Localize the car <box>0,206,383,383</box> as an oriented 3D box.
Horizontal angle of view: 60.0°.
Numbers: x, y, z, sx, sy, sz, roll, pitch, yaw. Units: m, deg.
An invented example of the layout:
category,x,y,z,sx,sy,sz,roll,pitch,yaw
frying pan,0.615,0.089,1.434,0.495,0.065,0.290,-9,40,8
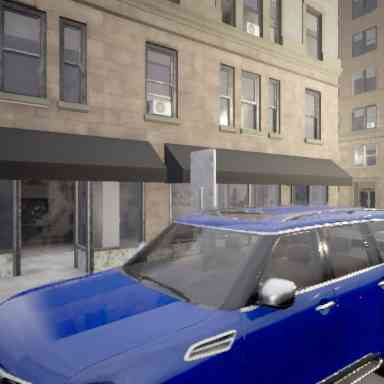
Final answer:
category,x,y,z,sx,sy,sz,roll,pitch,yaw
car,0.670,1.223,3.876,5.566,2.045,2.150,0,0,-36
